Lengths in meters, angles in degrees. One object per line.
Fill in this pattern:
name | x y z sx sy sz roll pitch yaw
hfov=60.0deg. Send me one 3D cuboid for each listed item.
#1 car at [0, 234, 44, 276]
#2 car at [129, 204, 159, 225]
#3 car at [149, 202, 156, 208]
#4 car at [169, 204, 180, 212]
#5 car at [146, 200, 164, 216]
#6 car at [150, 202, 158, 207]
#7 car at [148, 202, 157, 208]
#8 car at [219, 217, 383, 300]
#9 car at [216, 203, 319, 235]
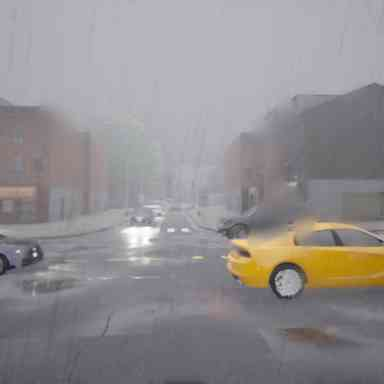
car | -6.963 1.815 10.423 4.181 1.385 1.994 -1 -2 -4
car | -4.415 2.119 29.893 2.128 1.511 4.902 0 -1 -2
car | -10.490 3.361 88.748 1.752 1.417 4.829 1 -1 -4
car | -3.042 2.733 58.401 2.033 1.411 5.357 0 -1 -6
car | -5.210 2.141 44.380 2.150 2.045 5.566 0 -2 -3
car | -10.778 3.497 93.900 2.008 1.369 4.403 1 -1 -4
car | -10.337 3.345 86.780 2.008 1.369 4.403 1 -1 -4
car | 3.336 1.464 7.859 5.008 1.535 1.882 -1 -2 -4
car | 4.067 1.619 17.879 5.566 2.045 2.150 0 -2 -4
